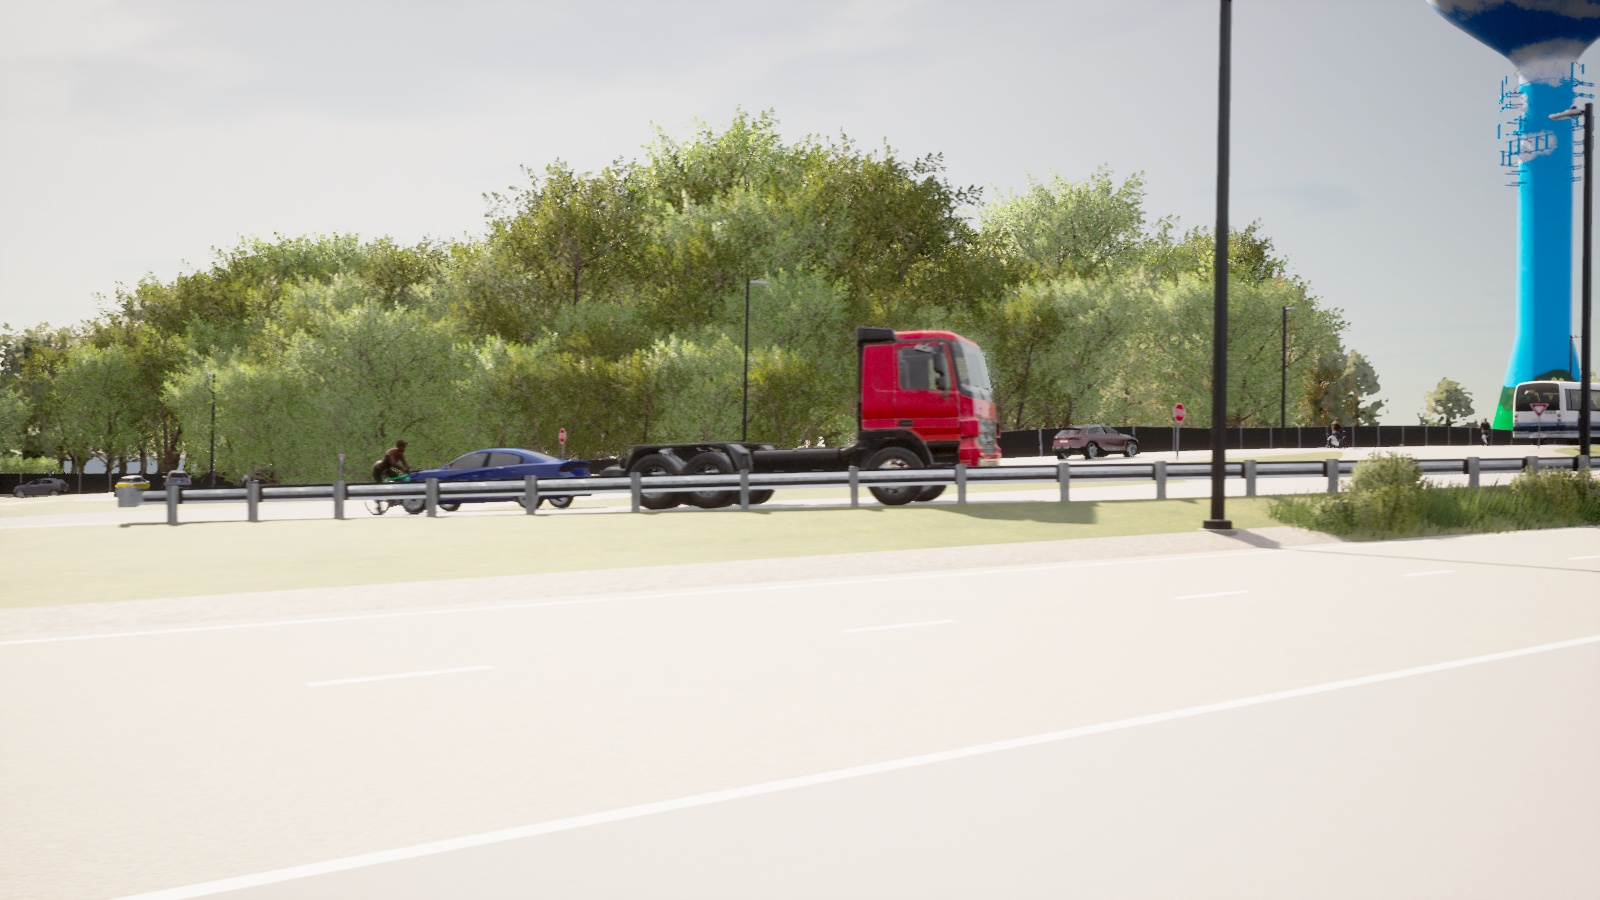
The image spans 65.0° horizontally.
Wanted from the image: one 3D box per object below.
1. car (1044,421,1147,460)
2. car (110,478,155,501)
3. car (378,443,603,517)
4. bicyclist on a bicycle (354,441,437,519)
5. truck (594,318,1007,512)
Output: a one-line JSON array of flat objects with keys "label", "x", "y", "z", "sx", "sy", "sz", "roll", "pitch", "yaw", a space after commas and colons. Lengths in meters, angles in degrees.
[{"label": "car", "x": 13.894, "y": -0.466, "z": 58.882, "sx": 4.856, "sy": 1.649, "sz": 2.033, "roll": -3, "pitch": 1, "yaw": -38}, {"label": "car", "x": -43.042, "y": 2.517, "z": 81.014, "sx": 1.481, "sy": 1.376, "sz": 2.207, "roll": 0, "pitch": 0, "yaw": 14}, {"label": "car", "x": -7.537, "y": 0.749, "z": 30.709, "sx": 5.008, "sy": 1.535, "sz": 1.882, "roll": -3, "pitch": -2, "yaw": 14}, {"label": "bicyclist on a bicycle", "x": -8.729, "y": 0.651, "z": 27.115, "sx": 1.656, "sy": 1.620, "sz": 0.582, "roll": -2, "pitch": -2, "yaw": 19}, {"label": "truck", "x": 0.025, "y": -0.585, "z": 25.922, "sx": 7.936, "sy": 3.462, "sz": 2.891, "roll": -2, "pitch": -1, "yaw": 18}]
